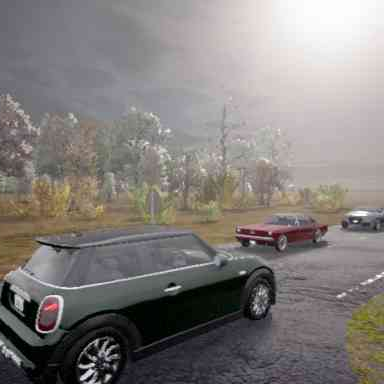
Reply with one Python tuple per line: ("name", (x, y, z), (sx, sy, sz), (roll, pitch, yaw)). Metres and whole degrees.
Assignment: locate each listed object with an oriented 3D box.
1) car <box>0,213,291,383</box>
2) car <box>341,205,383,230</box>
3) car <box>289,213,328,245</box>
("car", (-0.553, 1.350, 5.483), (4.553, 1.767, 2.097), (0, 0, -44))
("car", (11.081, 1.550, 21.016), (4.181, 1.385, 1.994), (0, 0, -44))
("car", (3.899, 1.596, 14.157), (4.718, 1.301, 1.895), (0, 0, -44))
